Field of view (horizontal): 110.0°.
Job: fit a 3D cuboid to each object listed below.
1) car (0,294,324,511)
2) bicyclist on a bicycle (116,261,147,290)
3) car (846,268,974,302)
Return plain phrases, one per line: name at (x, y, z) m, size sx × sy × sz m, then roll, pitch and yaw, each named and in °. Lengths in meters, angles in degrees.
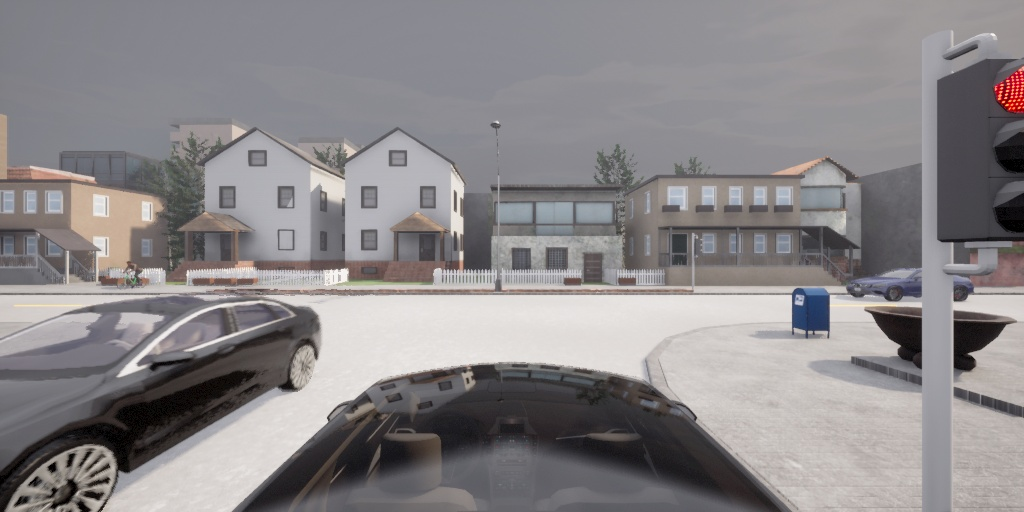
car at (-3.994, 1.241, 3.942) m, size 2.128 × 1.511 × 4.902 m, roll 0°, pitch 0°, yaw -1°
bicyclist on a bicycle at (-21.875, 1.099, 20.647) m, size 0.582 × 1.620 × 1.656 m, roll 0°, pitch 0°, yaw 0°
car at (18.185, 1.276, 16.451) m, size 4.674 × 1.442 × 1.812 m, roll 0°, pitch 0°, yaw 0°
